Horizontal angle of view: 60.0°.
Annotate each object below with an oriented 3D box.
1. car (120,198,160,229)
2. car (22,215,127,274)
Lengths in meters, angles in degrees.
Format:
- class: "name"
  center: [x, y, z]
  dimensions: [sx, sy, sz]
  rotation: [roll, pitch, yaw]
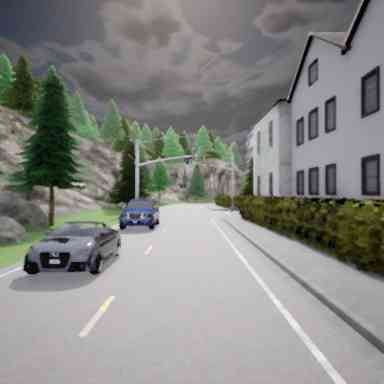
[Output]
- class: "car"
  center: [-3.496, 1.485, 23.120]
  dimensions: [2.150, 2.045, 5.566]
  rotation: [0, 0, 0]
- class: "car"
  center: [-3.585, 1.642, 10.674]
  dimensions: [1.994, 1.385, 4.181]
  rotation: [0, 0, 0]
